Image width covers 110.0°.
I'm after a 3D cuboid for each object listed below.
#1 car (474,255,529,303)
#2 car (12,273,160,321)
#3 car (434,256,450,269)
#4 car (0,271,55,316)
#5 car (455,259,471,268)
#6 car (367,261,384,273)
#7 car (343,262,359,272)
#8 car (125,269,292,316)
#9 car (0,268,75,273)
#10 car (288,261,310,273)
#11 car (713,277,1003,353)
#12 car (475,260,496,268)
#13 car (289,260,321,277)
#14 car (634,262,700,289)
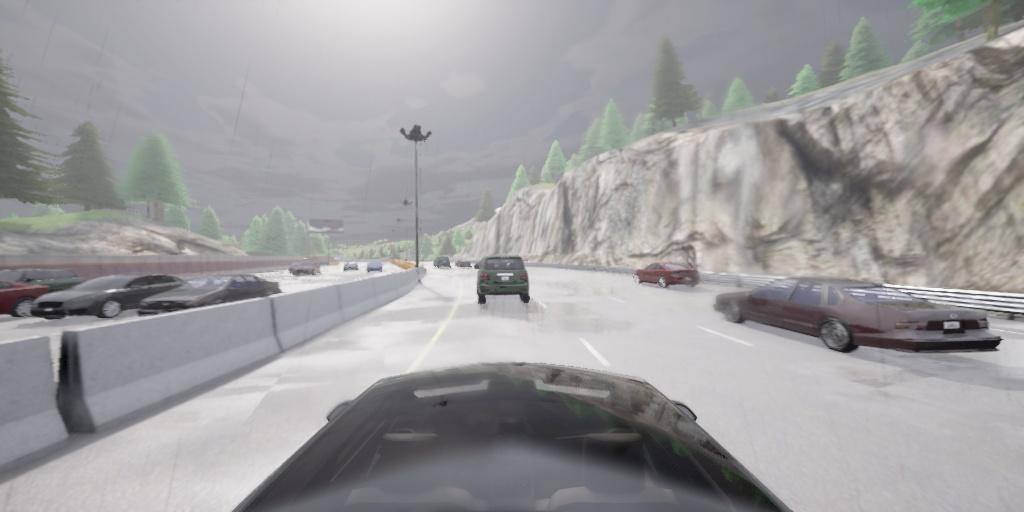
[{"bbox_3d":[-0.558,0.979,16.833,2.150,2.045,5.566,0,0,-6],"label":"car"},{"bbox_3d":[-14.651,1.423,13.595,1.837,1.490,4.892,0,0,-5],"label":"car"},{"bbox_3d":[-12.245,1.111,62.595,2.150,2.045,5.566,-1,0,-21],"label":"car"},{"bbox_3d":[-17.967,1.434,11.175,1.882,1.535,5.008,-1,0,-4],"label":"car"},{"bbox_3d":[-8.607,1.325,62.906,1.882,1.535,5.008,-1,0,-21],"label":"car"},{"bbox_3d":[-18.128,1.435,47.587,1.882,1.535,5.008,-1,0,-18],"label":"car"},{"bbox_3d":[-23.916,1.586,53.428,1.994,1.385,4.181,-1,0,-20],"label":"car"},{"bbox_3d":[-11.127,1.425,13.869,2.033,1.411,5.357,-1,0,-5],"label":"car"},{"bbox_3d":[-21.893,1.352,15.853,2.097,1.767,4.553,-1,0,-6],"label":"car"},{"bbox_3d":[-30.838,1.581,51.979,1.882,1.535,5.008,-1,0,-20],"label":"car"},{"bbox_3d":[7.223,1.214,8.538,2.033,1.411,5.357,-1,0,-4],"label":"car"},{"bbox_3d":[-4.733,1.350,63.081,2.033,1.411,5.357,-1,0,-22],"label":"car"},{"bbox_3d":[-23.425,1.370,41.070,2.097,1.767,4.553,-1,0,-17],"label":"car"},{"bbox_3d":[9.357,1.120,22.117,1.882,1.535,5.008,0,0,-8],"label":"car"}]
